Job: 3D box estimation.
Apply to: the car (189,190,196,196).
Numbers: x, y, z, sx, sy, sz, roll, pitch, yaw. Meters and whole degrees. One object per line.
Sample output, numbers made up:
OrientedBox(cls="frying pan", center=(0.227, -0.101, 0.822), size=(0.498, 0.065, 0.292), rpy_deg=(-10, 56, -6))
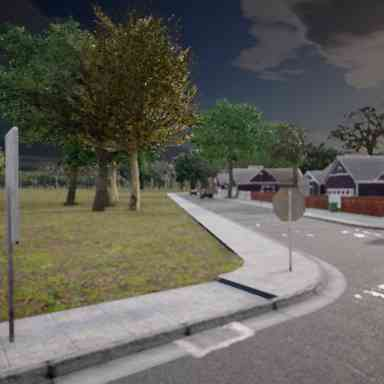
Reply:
OrientedBox(cls="car", center=(0.314, 0.174, 90.356), size=(1.882, 1.535, 5.008), rpy_deg=(-1, 1, -6))

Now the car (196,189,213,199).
OrientedBox(cls="car", center=(2.796, 0.347, 65.730), size=(2.150, 2.045, 5.566), rpy_deg=(-1, 1, -6))
